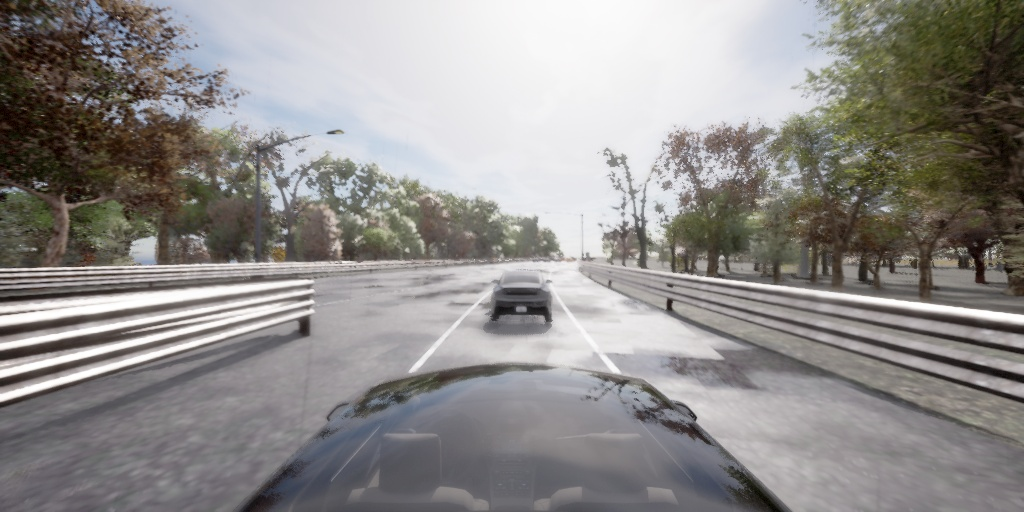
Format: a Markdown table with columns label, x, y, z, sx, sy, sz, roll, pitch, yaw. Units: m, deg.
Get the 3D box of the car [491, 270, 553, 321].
| label | x | y | z | sx | sy | sz | roll | pitch | yaw |
| --- | --- | --- | --- | --- | --- | --- | --- | --- | --- |
| car | 0.350 | 1.229 | 12.394 | 1.837 | 1.490 | 4.892 | 0 | 0 | 2 |
